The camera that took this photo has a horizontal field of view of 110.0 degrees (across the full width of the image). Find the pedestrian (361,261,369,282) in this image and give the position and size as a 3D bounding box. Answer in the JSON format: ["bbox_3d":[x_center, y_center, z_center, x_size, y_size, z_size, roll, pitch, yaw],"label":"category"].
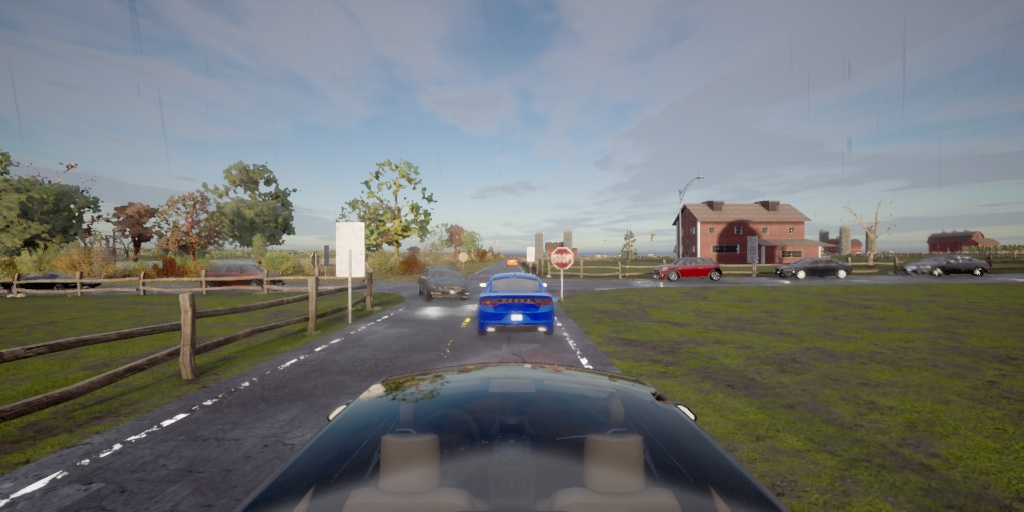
[{"bbox_3d":[-12.175,1.162,29.453,0.375,1.860,0.375,0,1,0],"label":"pedestrian"}]

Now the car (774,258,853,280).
[{"bbox_3d":[21.892,0.904,26.184,4.892,1.490,1.837,-1,0,0],"label":"car"}]

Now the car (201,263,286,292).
[{"bbox_3d":[-17.505,1.336,23.538,4.553,1.767,2.097,-1,0,1],"label":"car"}]

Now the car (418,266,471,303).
[{"bbox_3d":[-3.276,1.247,16.971,1.837,1.490,4.892,3,-1,-21],"label":"car"}]

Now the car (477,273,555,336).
[{"bbox_3d":[0.062,1.226,10.486,1.882,1.535,5.008,0,0,-1],"label":"car"}]

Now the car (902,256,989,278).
[{"bbox_3d":[31.460,0.750,26.106,4.902,1.511,2.128,-1,0,1],"label":"car"}]

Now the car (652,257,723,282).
[{"bbox_3d":[12.704,0.886,26.201,4.553,1.767,2.097,-1,0,-1],"label":"car"}]

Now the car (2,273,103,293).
[{"bbox_3d":[-30.343,1.760,23.783,4.718,1.301,1.895,-1,0,3],"label":"car"}]
